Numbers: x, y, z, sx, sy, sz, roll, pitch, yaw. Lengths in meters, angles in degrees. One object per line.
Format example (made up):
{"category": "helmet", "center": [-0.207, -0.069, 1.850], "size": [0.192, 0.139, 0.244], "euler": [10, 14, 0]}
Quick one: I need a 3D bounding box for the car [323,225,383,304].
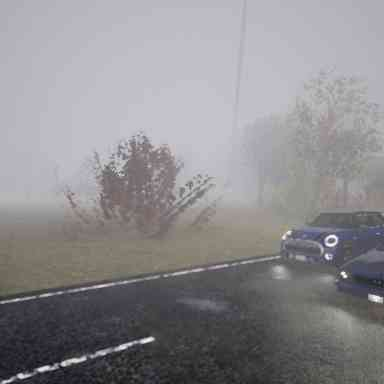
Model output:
{"category": "car", "center": [5.572, 1.610, 7.747], "size": [5.357, 1.411, 2.033], "euler": [0, 0, -36]}

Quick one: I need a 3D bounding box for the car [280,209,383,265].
{"category": "car", "center": [5.121, 1.428, 11.434], "size": [4.553, 1.767, 2.097], "euler": [0, 0, -36]}
